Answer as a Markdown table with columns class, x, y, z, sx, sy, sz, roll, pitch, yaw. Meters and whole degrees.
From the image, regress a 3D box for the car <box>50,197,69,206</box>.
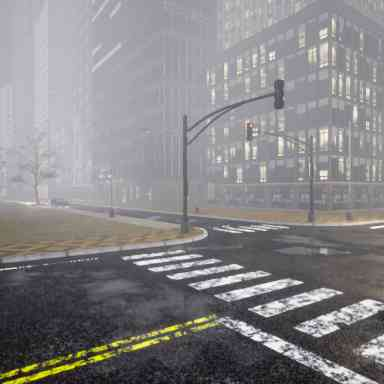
| class | x | y | z | sx | sy | sz | roll | pitch | yaw |
| --- | --- | --- | --- | --- | --- | --- | --- | --- | --- |
| car | -21.668 | 1.553 | 54.255 | 2.033 | 1.411 | 5.357 | 0 | 0 | -35 |
